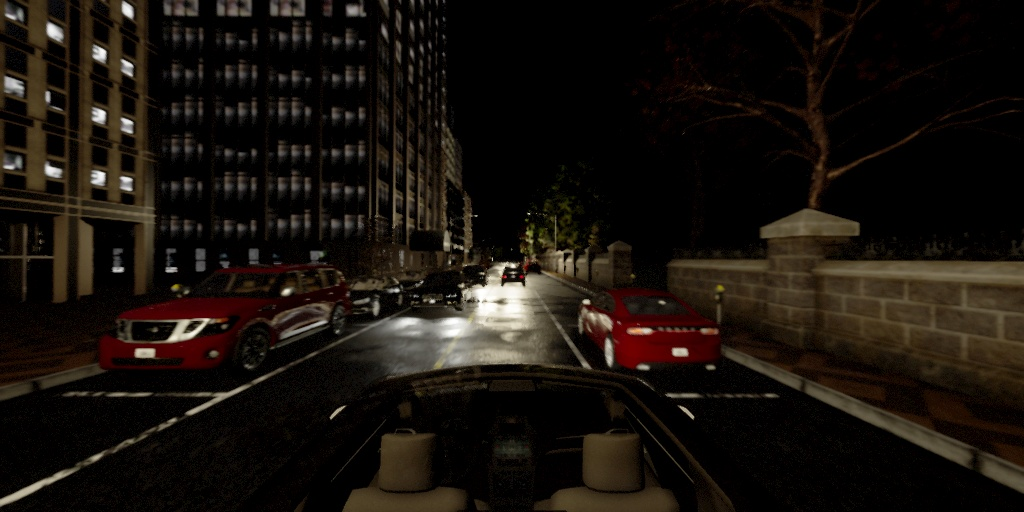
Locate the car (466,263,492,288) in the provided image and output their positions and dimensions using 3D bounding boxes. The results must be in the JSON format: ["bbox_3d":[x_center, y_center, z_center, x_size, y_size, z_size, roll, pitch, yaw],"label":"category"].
[{"bbox_3d":[-2.731,1.451,26.155,1.837,1.490,4.892,0,-1,0],"label":"car"}]

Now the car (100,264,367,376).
[{"bbox_3d":[-5.313,1.107,7.704,2.192,1.841,5.009,0,0,0],"label":"car"}]

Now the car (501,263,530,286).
[{"bbox_3d":[0.103,1.507,27.469,2.033,1.411,5.357,0,0,1],"label":"car"}]

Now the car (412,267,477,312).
[{"bbox_3d":[-2.746,1.363,14.853,1.837,1.490,4.892,0,-1,0],"label":"car"}]

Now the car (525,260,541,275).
[{"bbox_3d":[2.613,1.425,46.385,2.192,1.841,5.009,0,0,0],"label":"car"}]

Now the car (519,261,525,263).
[{"bbox_3d":[0.109,1.554,40.584,2.128,1.511,4.902,0,0,1],"label":"car"}]

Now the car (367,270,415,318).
[{"bbox_3d":[-5.306,1.388,13.231,2.007,1.370,4.403,0,0,0],"label":"car"}]

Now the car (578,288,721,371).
[{"bbox_3d":[2.567,1.349,7.695,1.888,1.381,4.507,0,0,0],"label":"car"}]
